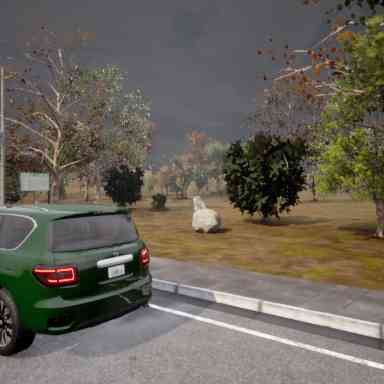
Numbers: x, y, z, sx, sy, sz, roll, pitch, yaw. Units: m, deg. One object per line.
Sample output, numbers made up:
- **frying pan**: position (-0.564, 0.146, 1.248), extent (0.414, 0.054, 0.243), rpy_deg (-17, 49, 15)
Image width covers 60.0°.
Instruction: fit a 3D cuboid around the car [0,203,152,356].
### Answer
- **car**: position (-3.265, 1.221, 6.299), extent (5.566, 2.045, 2.150), rpy_deg (0, 0, 35)
